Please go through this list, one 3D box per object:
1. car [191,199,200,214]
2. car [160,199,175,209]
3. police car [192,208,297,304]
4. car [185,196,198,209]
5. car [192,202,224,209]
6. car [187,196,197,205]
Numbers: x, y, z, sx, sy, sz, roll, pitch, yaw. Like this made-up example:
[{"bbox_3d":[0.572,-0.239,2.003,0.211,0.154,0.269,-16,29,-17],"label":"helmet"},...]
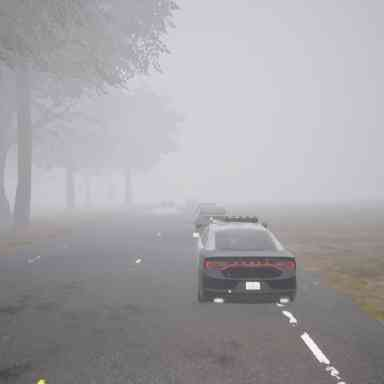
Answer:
[{"bbox_3d":[1.069,1.504,24.245,1.837,1.490,4.892,0,0,0],"label":"car"},{"bbox_3d":[-3.466,1.628,47.175,1.895,1.301,4.718,0,0,0],"label":"car"},{"bbox_3d":[1.058,1.422,8.350,1.930,1.638,5.238,0,0,0],"label":"police car"},{"bbox_3d":[0.059,1.572,45.911,2.033,1.411,5.357,0,0,0],"label":"car"},{"bbox_3d":[1.065,1.502,18.243,1.837,1.490,4.892,0,0,0],"label":"car"},{"bbox_3d":[0.046,1.567,63.642,1.882,1.535,5.008,0,0,0],"label":"car"}]
